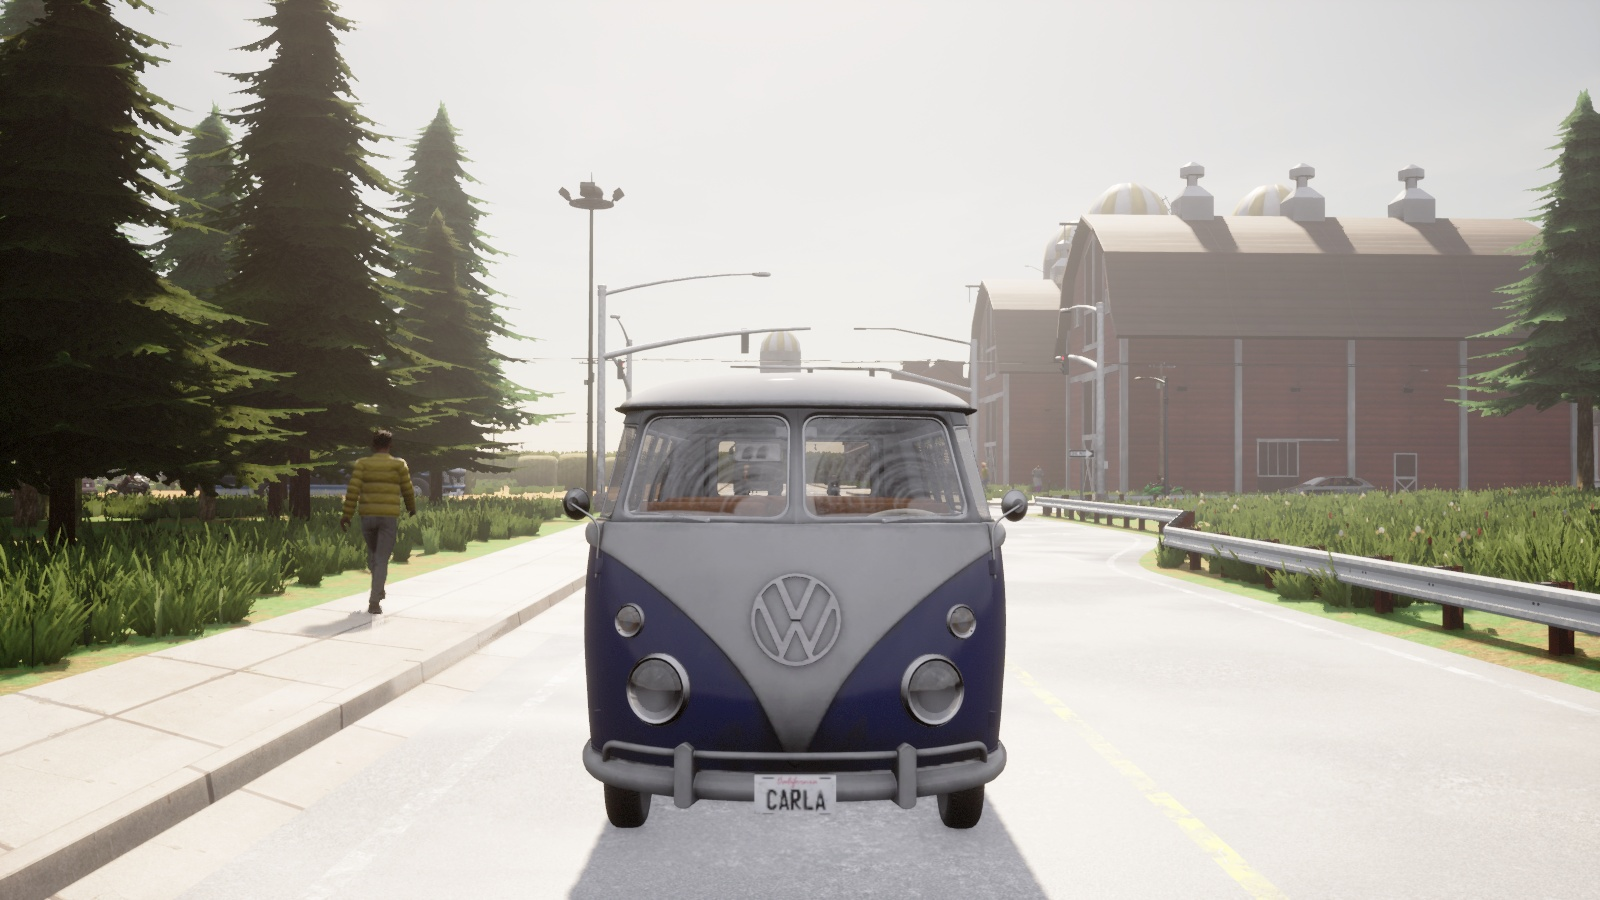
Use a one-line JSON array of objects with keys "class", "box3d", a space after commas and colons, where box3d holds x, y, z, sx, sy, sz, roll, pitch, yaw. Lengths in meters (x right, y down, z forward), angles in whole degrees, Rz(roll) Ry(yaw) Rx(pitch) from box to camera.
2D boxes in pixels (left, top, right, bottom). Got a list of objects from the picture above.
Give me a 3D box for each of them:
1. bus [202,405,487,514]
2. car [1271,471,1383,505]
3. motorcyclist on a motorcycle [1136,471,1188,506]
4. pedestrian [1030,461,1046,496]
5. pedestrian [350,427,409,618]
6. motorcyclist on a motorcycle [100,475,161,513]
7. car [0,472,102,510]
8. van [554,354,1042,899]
[{"class": "bus", "box3d": [-18.437, 0.402, 51.531, 10.273, 4.253, 3.944, 0, -1, -1]}, {"class": "car", "box3d": [23.452, 1.699, 55.983, 4.193, 1.474, 1.816, 0, -1, -1]}, {"class": "motorcyclist on a motorcycle", "box3d": [16.080, 1.694, 55.812, 2.044, 1.523, 0.797, 0, -1, -1]}, {"class": "pedestrian", "box3d": [13.276, 1.577, 69.975, 0.659, 1.952, 0.873, 0, -1, -6]}, {"class": "pedestrian", "box3d": [-4.162, 0.702, 12.460, 0.431, 1.840, 0.709, 0, -1, -7]}, {"class": "motorcyclist on a motorcycle", "box3d": [-27.342, 1.792, 51.301, 2.044, 1.523, 0.797, 0, -1, -1]}, {"class": "car", "box3d": [-32.903, 1.787, 54.674, 3.988, 1.617, 1.851, 0, -1, -1]}, {"class": "van", "box3d": [-0.024, 0.681, 6.802, 1.775, 1.987, 4.442, 0, -1, 0]}]
